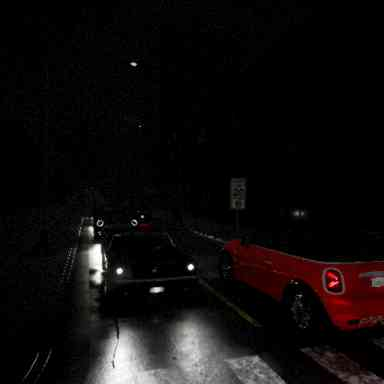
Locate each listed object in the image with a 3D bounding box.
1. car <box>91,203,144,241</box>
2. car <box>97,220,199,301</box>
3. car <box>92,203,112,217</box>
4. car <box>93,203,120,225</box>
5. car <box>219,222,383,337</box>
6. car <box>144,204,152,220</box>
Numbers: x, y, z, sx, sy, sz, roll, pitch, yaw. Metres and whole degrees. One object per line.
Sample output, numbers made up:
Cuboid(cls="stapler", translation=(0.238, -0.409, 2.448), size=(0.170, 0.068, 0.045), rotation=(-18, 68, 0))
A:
Cuboid(cls="car", translation=(-4.062, 1.481, 17.414), size=(2.097, 1.767, 4.553), rotation=(1, -1, -17))
Cuboid(cls="car", translation=(-1.357, 1.645, 8.709), size=(1.895, 1.301, 4.718), rotation=(1, -1, -17))
Cuboid(cls="car", translation=(-9.963, 1.937, 36.450), size=(1.994, 1.385, 4.181), rotation=(1, -1, -17))
Cuboid(cls="car", translation=(-7.046, 1.722, 26.992), size=(1.882, 1.535, 5.008), rotation=(1, -1, -17))
Cuboid(cls="car", translation=(2.234, 1.413, 7.128), size=(2.097, 1.767, 4.553), rotation=(1, -1, -17))
Cuboid(cls="car", translation=(-4.808, 1.810, 29.692), size=(1.837, 1.490, 4.892), rotation=(1, -1, -17))
